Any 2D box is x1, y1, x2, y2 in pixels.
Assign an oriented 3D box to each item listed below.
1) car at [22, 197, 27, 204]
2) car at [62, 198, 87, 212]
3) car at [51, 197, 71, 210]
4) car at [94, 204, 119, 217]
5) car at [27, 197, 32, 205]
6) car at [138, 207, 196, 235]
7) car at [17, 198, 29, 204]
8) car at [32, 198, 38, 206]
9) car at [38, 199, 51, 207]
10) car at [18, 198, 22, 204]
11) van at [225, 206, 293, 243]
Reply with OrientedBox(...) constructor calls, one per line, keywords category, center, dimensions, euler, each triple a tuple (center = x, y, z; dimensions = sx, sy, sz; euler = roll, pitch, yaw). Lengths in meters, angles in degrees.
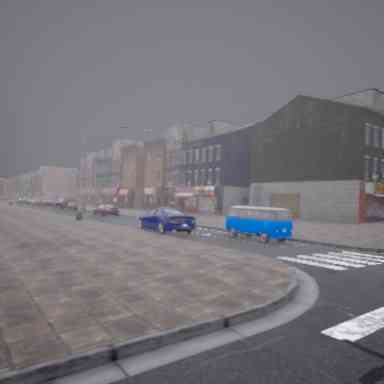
OrientedBox(category="car", center=(-34.507, 2.071, 71.415), dimensions=(1.802, 1.307, 4.206), euler=(3, -2, -35))
OrientedBox(category="car", center=(-15.506, 1.935, 44.677), dimensions=(1.947, 1.339, 4.313), euler=(4, -2, -35))
OrientedBox(category="car", center=(-18.663, 1.698, 49.141), dimensions=(2.192, 1.841, 5.009), euler=(3, -2, -35))
OrientedBox(category="car", center=(-9.174, 1.930, 35.764), dimensions=(1.802, 1.307, 4.206), euler=(4, -2, -35))
OrientedBox(category="car", center=(-31.436, 1.990, 67.099), dimensions=(1.752, 1.417, 4.829), euler=(3, -2, -35))
OrientedBox(category="car", center=(-1.647, 1.665, 20.086), dimensions=(1.882, 1.535, 5.008), euler=(4, -2, -31))
OrientedBox(category="car", center=(-40.841, 2.128, 80.327), dimensions=(1.802, 1.307, 4.206), euler=(3, -2, -35))
OrientedBox(category="car", center=(-28.173, 2.006, 62.503), dimensions=(1.947, 1.339, 4.313), euler=(3, -2, -35))
OrientedBox(category="car", center=(-25.005, 1.963, 58.048), dimensions=(1.887, 1.381, 4.507), euler=(3, -2, -35))
OrientedBox(category="car", center=(-37.669, 1.957, 75.875), dimensions=(1.967, 1.590, 4.097), euler=(3, -2, -35))
OrientedBox(category="van", center=(3.500, 1.679, 17.943), dimensions=(1.690, 1.788, 3.998), euler=(4, -2, -35))
